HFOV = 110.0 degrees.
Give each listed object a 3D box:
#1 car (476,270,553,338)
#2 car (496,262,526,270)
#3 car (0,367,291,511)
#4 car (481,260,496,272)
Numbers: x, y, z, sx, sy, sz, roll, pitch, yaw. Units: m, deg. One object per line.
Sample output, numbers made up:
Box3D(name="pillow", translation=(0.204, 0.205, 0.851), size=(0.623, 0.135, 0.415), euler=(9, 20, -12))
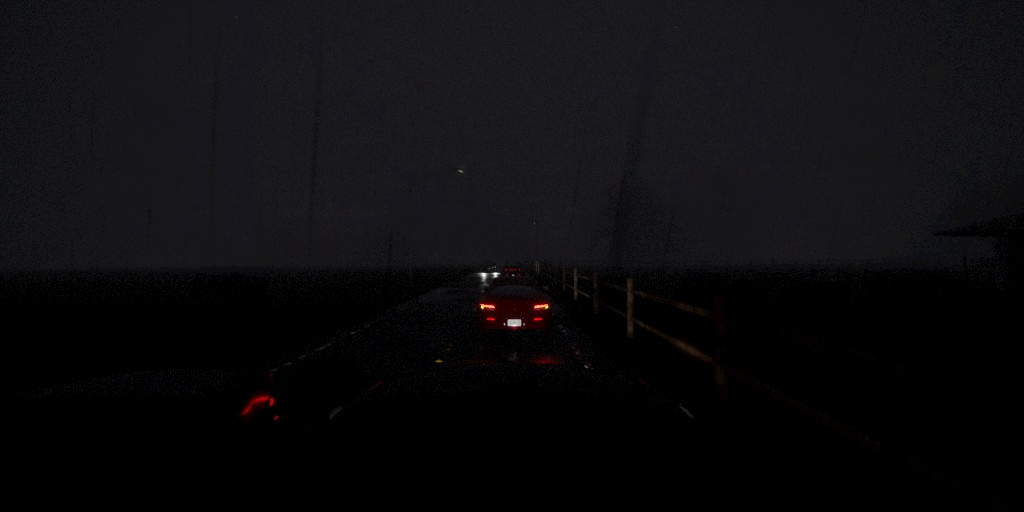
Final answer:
Box3D(name="car", translation=(0.068, 1.276, 10.045), size=(1.812, 1.442, 4.674), euler=(0, 0, 0))
Box3D(name="car", translation=(0.084, 1.256, 29.365), size=(2.128, 1.511, 4.902), euler=(0, 0, 0))
Box3D(name="car", translation=(-2.855, 1.298, 0.760), size=(2.033, 1.411, 5.357), euler=(0, 0, 0))
Box3D(name="car", translation=(-2.774, 1.306, 45.350), size=(1.837, 1.490, 4.892), euler=(0, -1, 0))
